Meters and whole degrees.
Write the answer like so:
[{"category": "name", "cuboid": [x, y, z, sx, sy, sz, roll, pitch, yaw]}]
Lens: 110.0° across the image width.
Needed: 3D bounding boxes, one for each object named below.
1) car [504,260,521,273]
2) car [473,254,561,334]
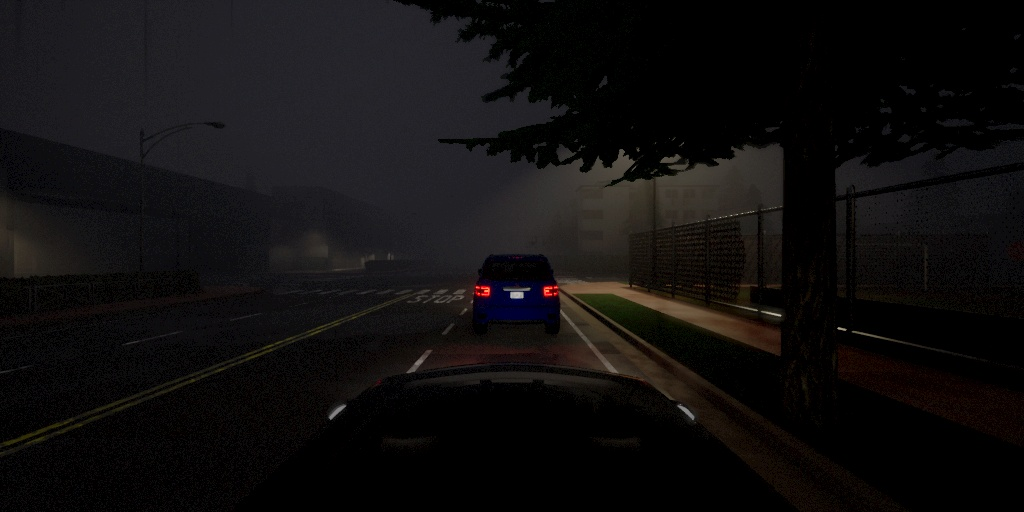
[{"category": "car", "cuboid": [0.025, 1.242, 45.614, 2.128, 1.511, 4.902, 0, 0, 0]}, {"category": "car", "cuboid": [0.115, 0.972, 10.738, 2.150, 2.045, 5.566, 0, 0, 0]}]
